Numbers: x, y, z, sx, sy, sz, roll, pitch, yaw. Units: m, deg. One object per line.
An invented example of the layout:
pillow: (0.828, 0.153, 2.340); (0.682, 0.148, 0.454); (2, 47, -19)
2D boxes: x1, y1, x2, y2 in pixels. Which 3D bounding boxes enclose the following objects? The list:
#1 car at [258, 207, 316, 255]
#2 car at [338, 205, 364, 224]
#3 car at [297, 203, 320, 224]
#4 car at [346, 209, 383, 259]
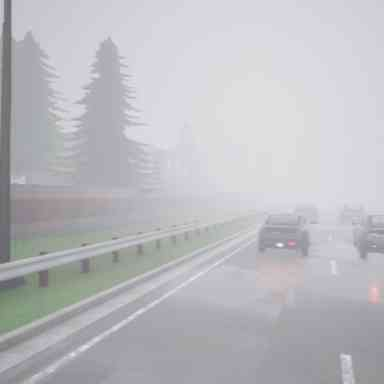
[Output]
car: (4.049, 1.619, 14.040); (1.837, 1.490, 4.892); (0, 0, 22)
car: (12.870, 1.760, 26.670); (2.128, 1.511, 4.902); (0, 0, 22)
car: (9.907, 1.724, 28.664); (1.882, 1.535, 5.008); (0, 0, 22)
car: (7.301, 1.632, 12.745); (2.128, 1.511, 4.902); (0, 0, 22)
